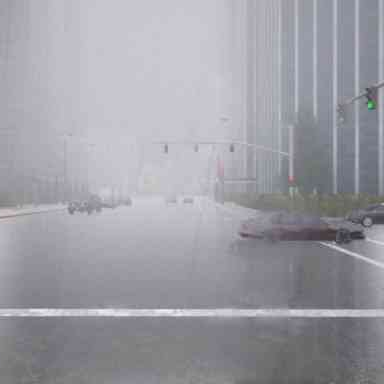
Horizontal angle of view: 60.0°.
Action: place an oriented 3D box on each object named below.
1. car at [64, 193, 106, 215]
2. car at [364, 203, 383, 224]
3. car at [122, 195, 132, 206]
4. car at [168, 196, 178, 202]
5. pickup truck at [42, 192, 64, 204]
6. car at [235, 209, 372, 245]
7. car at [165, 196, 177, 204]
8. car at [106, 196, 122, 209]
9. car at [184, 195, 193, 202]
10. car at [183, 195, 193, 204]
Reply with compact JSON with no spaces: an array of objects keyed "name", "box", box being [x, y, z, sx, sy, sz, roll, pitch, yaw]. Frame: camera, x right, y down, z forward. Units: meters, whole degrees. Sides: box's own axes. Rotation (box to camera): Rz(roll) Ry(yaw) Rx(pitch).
[{"name":"car","box":[-11.086,1.221,34.843,2.150,2.045,5.566,0,0,-1]},{"name":"car","box":[12.633,1.505,22.033,4.892,1.490,1.837,0,0,0]},{"name":"car","box":[-11.244,1.352,54.579,2.097,1.767,4.553,0,0,-1]},{"name":"car","box":[-4.326,1.540,75.217,2.033,1.411,5.357,0,0,0]},{"name":"pickup truck","box":[-24.323,1.059,59.995,2.390,2.098,6.274,0,0,30]},{"name":"car","box":[4.671,1.547,14.817,5.357,1.411,2.033,0,0,0]},{"name":"car","box":[-4.142,1.601,64.957,1.895,1.301,4.718,0,0,0]},{"name":"car","box":[-11.170,1.564,44.372,1.994,1.385,4.181,0,0,-1]},{"name":"car","box":[-0.830,1.387,75.547,1.882,1.535,5.008,0,0,0]},{"name":"car","box":[-0.745,1.526,65.296,1.812,1.442,4.674,0,0,0]}]
